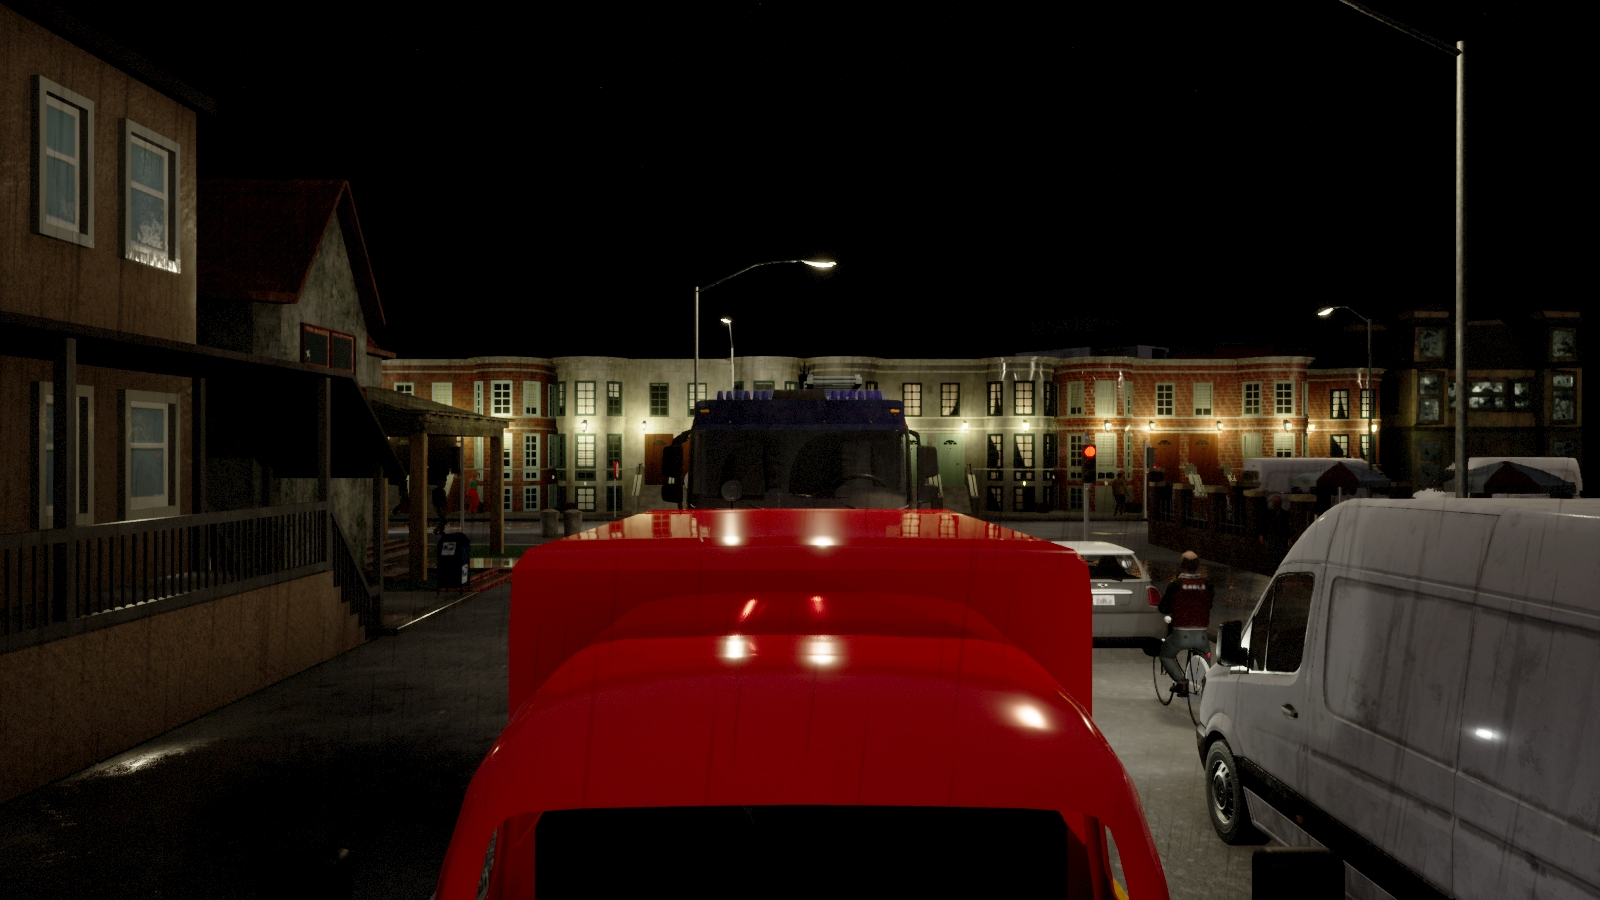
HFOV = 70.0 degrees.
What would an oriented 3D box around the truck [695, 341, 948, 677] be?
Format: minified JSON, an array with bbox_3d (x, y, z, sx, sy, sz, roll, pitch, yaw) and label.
[{"bbox_3d":[0.275,0.678,17.256,2.891,3.827,8.468,0,0,0],"label":"truck"}]

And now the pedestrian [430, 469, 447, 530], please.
[{"bbox_3d":[-11.260,1.541,35.594,0.375,1.860,0.375,0,0,16],"label":"pedestrian"}]

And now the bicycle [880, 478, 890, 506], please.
[{"bbox_3d":[4.005,1.963,53.762,0.329,1.271,1.835,0,0,0],"label":"bicycle"}]

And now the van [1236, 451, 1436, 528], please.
[{"bbox_3d":[18.301,1.331,39.198,5.915,2.561,1.988,0,0,1],"label":"van"}]

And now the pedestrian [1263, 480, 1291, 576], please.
[{"bbox_3d":[9.361,1.528,22.427,0.375,1.860,0.375,0,0,0],"label":"pedestrian"}]

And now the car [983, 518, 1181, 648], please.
[{"bbox_3d":[3.996,1.852,16.834,1.970,1.475,3.806,0,0,0],"label":"car"}]

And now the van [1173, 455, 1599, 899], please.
[{"bbox_3d":[4.008,1.318,6.281,1.988,2.561,5.915,0,0,0],"label":"van"}]

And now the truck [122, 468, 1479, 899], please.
[{"bbox_3d":[-0.002,1.351,4.813,2.627,2.467,5.204,0,0,0],"label":"truck"}]
